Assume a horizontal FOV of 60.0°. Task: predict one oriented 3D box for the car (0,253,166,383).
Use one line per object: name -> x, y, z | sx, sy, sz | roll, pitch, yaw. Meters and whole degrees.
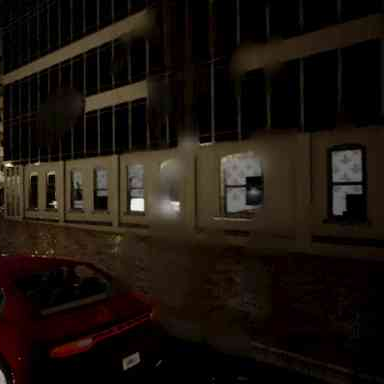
car -> -2.418, 1.541, 4.611 | 4.507, 1.381, 1.887 | 0, -1, 36
